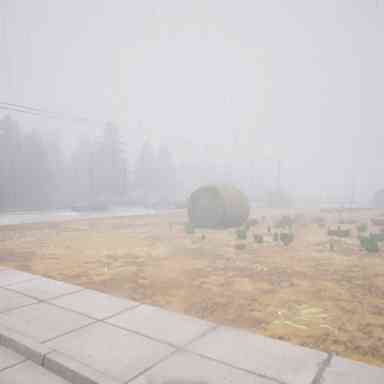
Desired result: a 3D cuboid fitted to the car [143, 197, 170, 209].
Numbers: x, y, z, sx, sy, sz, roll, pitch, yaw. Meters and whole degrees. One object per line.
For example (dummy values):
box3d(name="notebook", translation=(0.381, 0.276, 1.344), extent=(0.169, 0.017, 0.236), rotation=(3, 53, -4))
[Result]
box3d(name="car", translation=(-4.606, 1.532, 45.835), extent=(1.837, 1.490, 4.892), rotation=(0, 0, 36))

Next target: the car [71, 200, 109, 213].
box3d(name="car", translation=(-11.253, 1.591, 36.893), extent=(1.994, 1.385, 4.181), rotation=(0, 0, 36))

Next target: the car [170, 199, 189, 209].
box3d(name="car", translation=(-0.517, 1.590, 45.166), extent=(1.994, 1.385, 4.181), rotation=(0, 0, 37))
